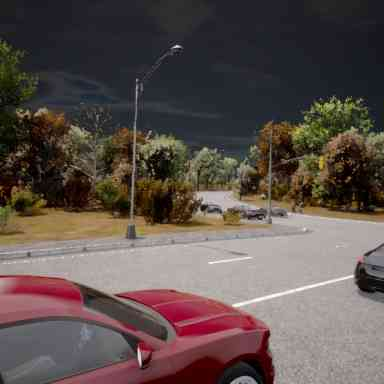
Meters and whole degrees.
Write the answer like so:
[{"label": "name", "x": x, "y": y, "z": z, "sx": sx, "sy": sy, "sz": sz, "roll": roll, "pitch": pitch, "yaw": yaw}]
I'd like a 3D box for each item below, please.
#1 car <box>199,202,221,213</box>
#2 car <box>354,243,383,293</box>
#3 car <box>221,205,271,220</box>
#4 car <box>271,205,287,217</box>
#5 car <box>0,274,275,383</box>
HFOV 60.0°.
[{"label": "car", "x": 2.481, "y": 2.076, "z": 44.713, "sx": 1.994, "sy": 1.385, "sz": 4.181, "roll": 3, "pitch": 0, "yaw": -19}, {"label": "car", "x": 5.713, "y": 1.663, "z": 7.879, "sx": 4.181, "sy": 1.385, "sz": 1.994, "roll": 1, "pitch": -1, "yaw": -35}, {"label": "car", "x": 5.723, "y": 2.173, "z": 36.010, "sx": 2.033, "sy": 1.411, "sz": 5.357, "roll": 3, "pitch": -1, "yaw": -27}, {"label": "car", "x": 10.319, "y": 2.435, "z": 43.884, "sx": 2.033, "sy": 1.411, "sz": 5.357, "roll": 3, "pitch": 0, "yaw": -20}, {"label": "car", "x": -1.434, "y": 1.479, "z": 2.722, "sx": 5.008, "sy": 1.535, "sz": 1.882, "roll": 0, "pitch": 0, "yaw": -36}]
